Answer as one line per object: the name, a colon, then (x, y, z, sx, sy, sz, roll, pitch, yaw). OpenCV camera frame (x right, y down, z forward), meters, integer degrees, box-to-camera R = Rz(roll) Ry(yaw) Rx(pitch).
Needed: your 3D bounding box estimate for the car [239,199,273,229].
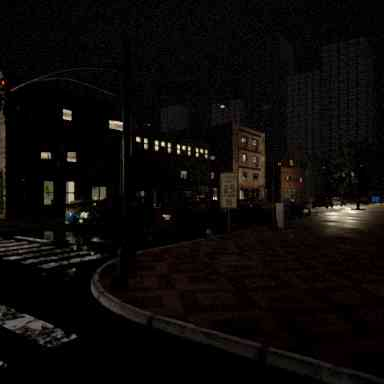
car: (3.396, 1.367, 22.245, 2.192, 1.841, 5.009, -1, -1, 35)

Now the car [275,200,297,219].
car: (6.588, 1.616, 26.753, 1.887, 1.381, 4.507, -1, -1, 35)

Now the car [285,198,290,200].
car: (12.912, 1.770, 45.604, 1.895, 1.301, 4.718, 0, 0, 36)

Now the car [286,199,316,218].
car: (9.778, 1.657, 31.263, 1.947, 1.339, 4.313, -1, -1, 35)

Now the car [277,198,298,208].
car: (15.598, 1.742, 54.000, 1.752, 1.417, 4.829, -1, -1, 35)

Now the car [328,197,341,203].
car: (34.840, 1.915, 81.196, 2.008, 1.369, 4.403, -1, -1, 35)

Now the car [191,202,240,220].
car: (2.271, 1.648, 30.671, 2.033, 1.411, 5.357, 0, 0, 35)

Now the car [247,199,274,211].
car: (9.316, 1.722, 45.120, 2.008, 1.369, 4.403, -1, -1, 35)

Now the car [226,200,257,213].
car: (6.125, 1.701, 40.610, 2.008, 1.369, 4.403, -1, -1, 35)

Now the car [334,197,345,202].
car: (38.030, 1.936, 85.706, 1.887, 1.381, 4.507, -1, -1, 35)

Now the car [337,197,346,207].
car: (25.403, 1.829, 57.825, 1.895, 1.301, 4.718, 0, 0, 36)

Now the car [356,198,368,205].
car: (32.111, 1.801, 62.830, 2.008, 1.369, 4.403, -1, -1, 35)

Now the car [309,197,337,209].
car: (19.536, 1.536, 49.533, 2.097, 1.767, 4.553, 0, 0, 35)

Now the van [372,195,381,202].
van: (44.872, 1.694, 80.871, 1.690, 1.788, 3.998, -1, -1, 35)

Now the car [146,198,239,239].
car: (0.205, 1.349, 17.736, 2.192, 1.841, 5.009, -1, -1, 35)

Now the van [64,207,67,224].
van: (-6.637, 1.413, 22.573, 1.690, 1.788, 3.998, -1, 0, 35)

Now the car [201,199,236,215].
car: (2.935, 1.569, 36.102, 1.967, 1.590, 4.097, -1, -1, 35)

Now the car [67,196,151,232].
car: (-4.633, 1.281, 20.916, 2.150, 2.045, 5.566, 0, 0, 35)

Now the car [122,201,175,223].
car: (-3.446, 1.530, 27.082, 1.967, 1.590, 4.097, -1, -1, 35)
